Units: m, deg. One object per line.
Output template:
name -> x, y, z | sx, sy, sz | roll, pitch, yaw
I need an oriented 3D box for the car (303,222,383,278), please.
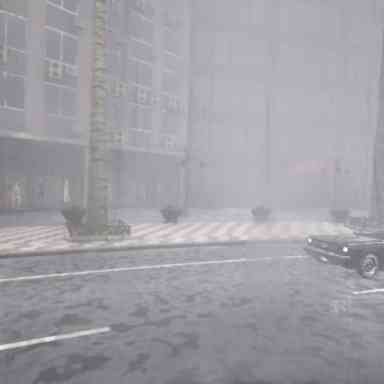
car -> 5.727, 1.560, 9.709 | 4.718, 1.301, 1.895 | 1, 1, -17
